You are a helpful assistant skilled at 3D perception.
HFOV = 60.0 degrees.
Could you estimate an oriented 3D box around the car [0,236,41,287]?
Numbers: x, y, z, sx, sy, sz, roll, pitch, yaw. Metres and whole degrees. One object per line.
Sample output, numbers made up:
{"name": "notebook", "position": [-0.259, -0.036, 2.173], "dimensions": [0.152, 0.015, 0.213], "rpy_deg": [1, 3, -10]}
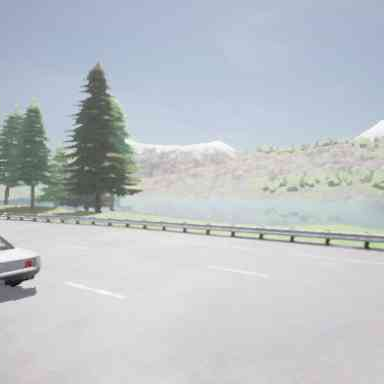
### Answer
{"name": "car", "position": [-5.785, 1.575, 7.940], "dimensions": [4.718, 1.301, 1.895], "rpy_deg": [0, 0, 33]}
